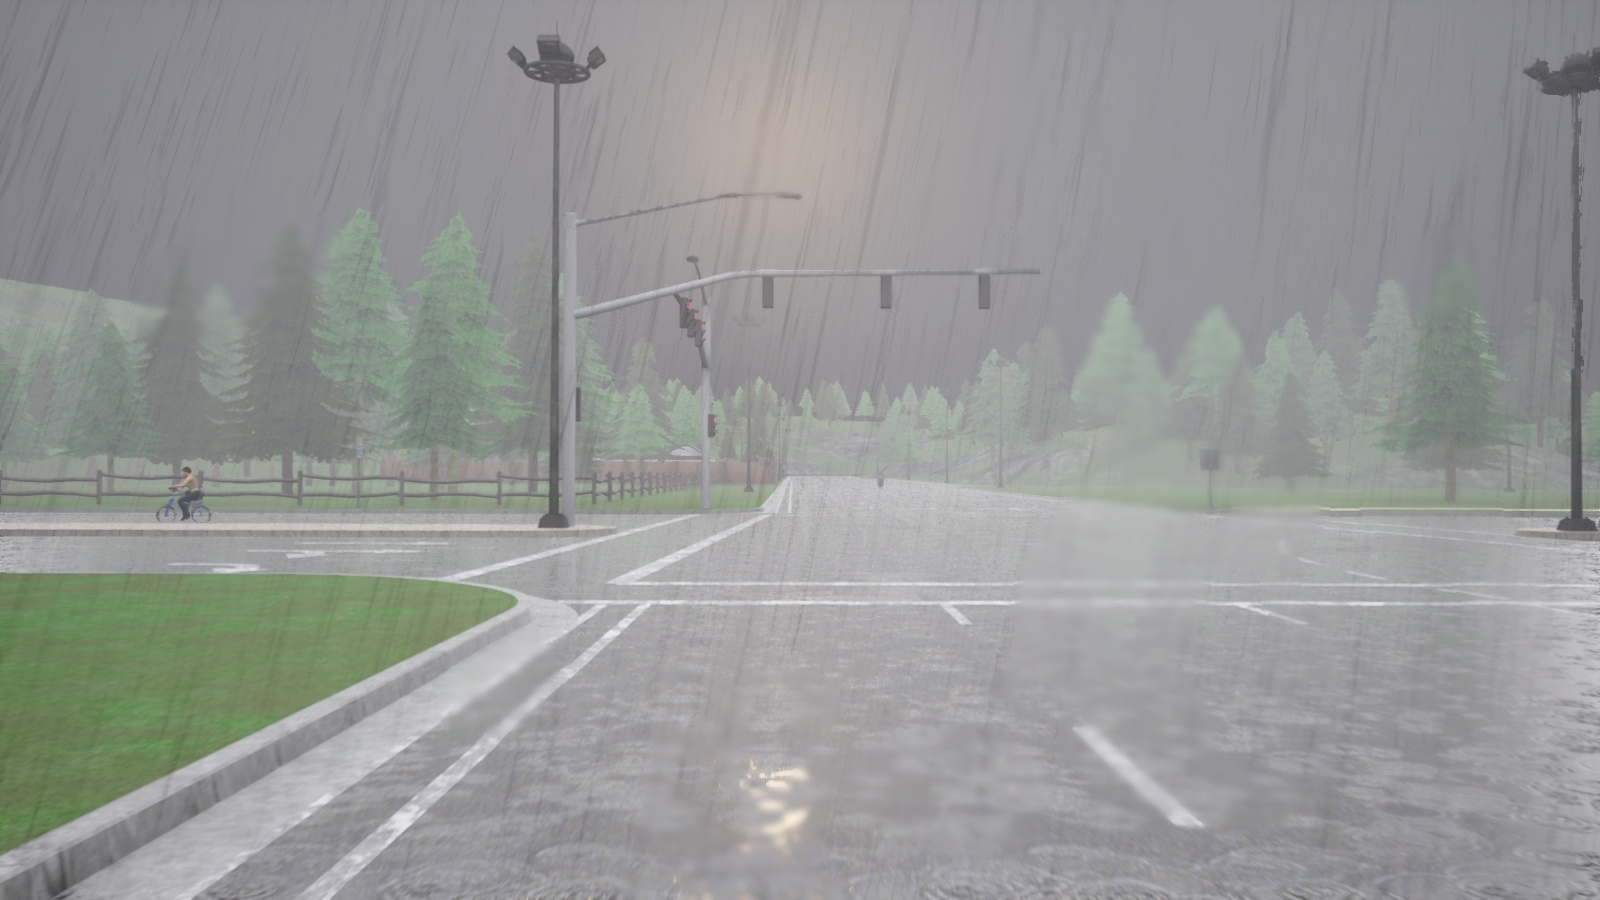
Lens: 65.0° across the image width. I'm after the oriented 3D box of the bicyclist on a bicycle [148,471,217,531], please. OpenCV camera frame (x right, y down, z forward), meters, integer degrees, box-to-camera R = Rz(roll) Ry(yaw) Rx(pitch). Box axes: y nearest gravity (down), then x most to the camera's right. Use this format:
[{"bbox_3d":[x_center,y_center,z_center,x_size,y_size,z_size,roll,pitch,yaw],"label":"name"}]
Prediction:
[{"bbox_3d":[-17.056,1.402,34.712,1.509,1.612,0.866,0,-1,-1],"label":"bicyclist on a bicycle"}]
